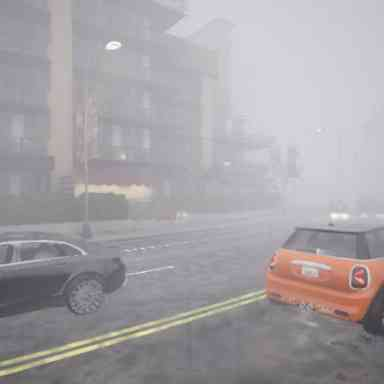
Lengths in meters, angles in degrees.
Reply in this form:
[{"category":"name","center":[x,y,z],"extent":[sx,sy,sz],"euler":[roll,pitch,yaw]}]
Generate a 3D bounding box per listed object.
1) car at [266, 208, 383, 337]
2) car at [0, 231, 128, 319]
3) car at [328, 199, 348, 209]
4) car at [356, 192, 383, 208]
[{"category":"car","center":[3.603,1.382,7.025],"extent":[4.553,1.767,2.097],"euler":[0,0,-41]},{"category":"car","center":[-3.580,1.514,5.964],"extent":[4.902,1.511,2.128],"euler":[0,0,-37]},{"category":"car","center":[17.564,1.662,40.172],"extent":[2.128,1.511,4.902],"euler":[0,0,17]},{"category":"car","center":[21.162,1.390,39.728],"extent":[2.150,2.045,5.566],"euler":[0,0,18]}]
